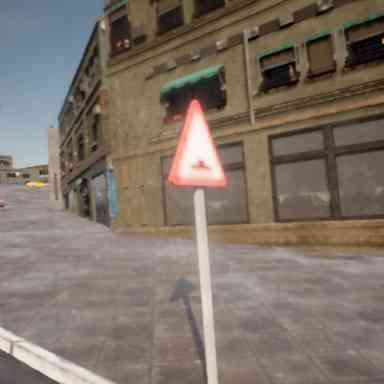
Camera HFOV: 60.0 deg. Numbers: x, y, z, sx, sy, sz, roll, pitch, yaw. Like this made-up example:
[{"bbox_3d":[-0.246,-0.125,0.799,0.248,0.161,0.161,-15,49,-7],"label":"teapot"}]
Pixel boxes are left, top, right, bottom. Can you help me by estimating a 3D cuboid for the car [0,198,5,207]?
[{"bbox_3d":[-31.030,1.654,51.307,2.097,1.767,4.553,-4,0,2],"label":"car"}]
